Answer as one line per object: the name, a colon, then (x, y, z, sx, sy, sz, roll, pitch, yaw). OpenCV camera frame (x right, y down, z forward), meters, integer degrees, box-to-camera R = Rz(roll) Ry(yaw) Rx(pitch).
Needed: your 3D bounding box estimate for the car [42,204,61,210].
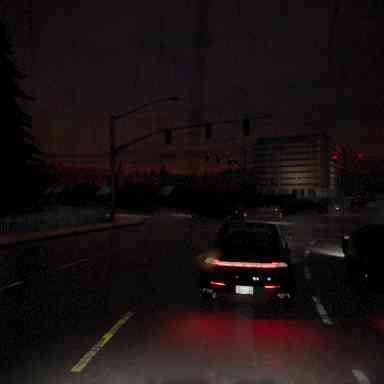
car: (-19.158, 1.275, 44.294, 5.566, 2.045, 2.150, 0, 0, 32)

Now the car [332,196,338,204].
car: (19.176, 1.547, 47.886, 2.033, 1.411, 5.357, 0, 0, 32)

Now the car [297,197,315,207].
car: (18.156, 1.526, 52.891, 1.812, 1.442, 4.674, 0, 0, 32)

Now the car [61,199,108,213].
car: (-11.024, 1.546, 35.093, 4.902, 1.511, 2.128, 0, 0, 32)

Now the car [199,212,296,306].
car: (1.426, 1.492, 8.164, 2.128, 1.511, 4.902, 0, 0, 12)

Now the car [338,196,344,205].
car: (24.626, 1.492, 56.709, 2.128, 1.511, 4.902, 0, 0, 32)

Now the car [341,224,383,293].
car: (5.178, 1.547, 8.537, 2.033, 1.411, 5.357, 0, 0, 16)

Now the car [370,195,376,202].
car: (42.651, 1.525, 79.273, 2.128, 1.511, 4.902, 0, 0, 32)

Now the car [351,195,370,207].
car: (26.220, 1.491, 52.303, 2.128, 1.511, 4.902, 0, 0, 32)

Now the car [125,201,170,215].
car: (-4.710, 1.656, 35.280, 4.718, 1.301, 1.895, 0, 0, 32)

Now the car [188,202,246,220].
car: (2.023, 1.531, 26.958, 4.902, 1.511, 2.128, 0, 0, 32)

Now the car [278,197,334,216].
car: (10.871, 1.521, 32.445, 5.008, 1.535, 1.882, 0, 1, -19)
